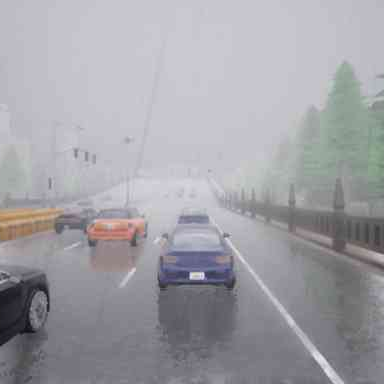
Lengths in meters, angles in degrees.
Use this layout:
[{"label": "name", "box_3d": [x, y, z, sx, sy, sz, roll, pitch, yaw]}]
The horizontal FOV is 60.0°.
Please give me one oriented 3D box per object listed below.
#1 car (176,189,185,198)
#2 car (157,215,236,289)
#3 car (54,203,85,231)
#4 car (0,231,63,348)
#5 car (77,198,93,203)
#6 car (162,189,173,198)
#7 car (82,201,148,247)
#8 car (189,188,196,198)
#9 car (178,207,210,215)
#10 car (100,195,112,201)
[{"label": "car", "box_3d": [-3.347, 0.736, 89.248, 1.837, 1.490, 4.892, 0, 6, 0]}, {"label": "car", "box_3d": [0.107, 1.608, 9.280, 1.812, 1.442, 4.674, 0, 0, 0]}, {"label": "car", "box_3d": [-6.887, 1.686, 20.688, 1.837, 1.490, 4.892, 0, -1, 0]}, {"label": "car", "box_3d": [-3.399, 1.528, 3.940, 2.128, 1.511, 4.902, 0, 0, 0]}, {"label": "car", "box_3d": [-20.958, 1.906, 65.166, 2.097, 1.767, 4.553, 0, 0, 0]}, {"label": "car", "box_3d": [-6.847, 0.760, 89.272, 1.812, 1.442, 4.674, 0, 6, 0]}, {"label": "car", "box_3d": [-3.389, 1.493, 16.038, 2.097, 1.767, 4.553, 0, -1, 0]}, {"label": "car", "box_3d": [0.152, 0.714, 89.225, 1.882, 1.535, 5.008, 0, 6, 0]}, {"label": "car", "box_3d": [0.115, 1.661, 20.827, 1.882, 1.535, 5.008, 0, -1, 0]}, {"label": "car", "box_3d": [-20.900, 1.517, 81.005, 2.033, 1.411, 5.357, 0, 4, 0]}]
